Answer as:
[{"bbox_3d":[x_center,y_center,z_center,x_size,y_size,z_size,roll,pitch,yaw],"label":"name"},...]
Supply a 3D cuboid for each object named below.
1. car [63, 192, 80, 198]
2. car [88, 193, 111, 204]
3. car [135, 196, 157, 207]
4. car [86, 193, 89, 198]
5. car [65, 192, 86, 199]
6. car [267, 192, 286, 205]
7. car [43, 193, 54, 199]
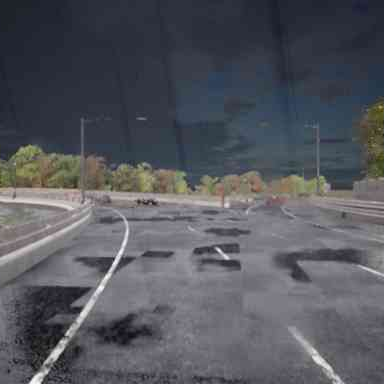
[{"bbox_3d":[-30.058,0.724,82.763,4.674,1.442,1.812,0,1,40],"label":"car"},{"bbox_3d":[-14.053,1.062,51.728,2.128,1.511,4.902,-1,1,-30],"label":"car"},{"bbox_3d":[-6.158,1.193,44.055,1.895,1.301,4.718,-1,1,-24],"label":"car"},{"bbox_3d":[-23.044,0.940,75.764,1.994,1.385,4.181,-1,1,-44],"label":"car"},{"bbox_3d":[-26.181,0.783,73.992,2.097,1.767,4.553,-1,1,-44],"label":"car"},{"bbox_3d":[11.801,0.789,46.392,2.097,1.767,4.553,0,1,23],"label":"car"},{"bbox_3d":[-33.108,0.985,76.017,4.674,1.442,1.812,0,1,43],"label":"car"}]
